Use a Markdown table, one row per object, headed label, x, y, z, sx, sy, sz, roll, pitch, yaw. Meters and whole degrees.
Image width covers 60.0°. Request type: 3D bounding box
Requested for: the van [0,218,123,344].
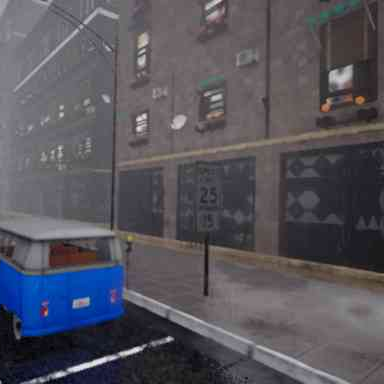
| label | x | y | z | sx | sy | sz | roll | pitch | yaw |
| --- | --- | --- | --- | --- | --- | --- | --- | --- | --- |
| van | -2.899 | 1.473 | 6.492 | 1.690 | 1.788 | 3.998 | 3 | -2 | -41 |
